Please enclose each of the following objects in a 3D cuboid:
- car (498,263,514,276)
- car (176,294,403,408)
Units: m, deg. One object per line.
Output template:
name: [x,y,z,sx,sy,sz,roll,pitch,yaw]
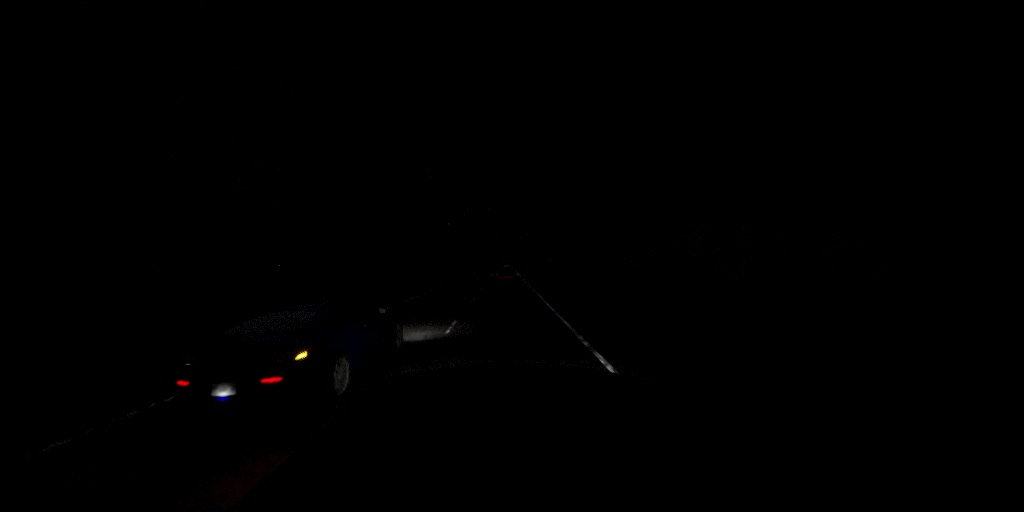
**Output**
car: [-0.704,1.754,46.159,1.882,1.535,5.008,-1,-1,-1]
car: [-3.424,1.416,6.496,1.812,1.442,4.674,-1,-1,-1]
